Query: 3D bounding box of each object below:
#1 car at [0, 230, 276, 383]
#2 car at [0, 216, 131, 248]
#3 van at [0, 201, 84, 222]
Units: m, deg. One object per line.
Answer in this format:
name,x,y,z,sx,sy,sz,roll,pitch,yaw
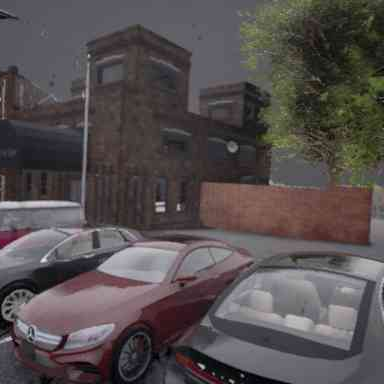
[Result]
car,-0.477,1.517,5.627,2.002,1.452,4.674,0,0,36
car,-2.745,1.476,7.253,2.231,1.521,4.892,0,0,36
van,-5.089,1.242,8.776,1.878,1.987,4.442,1,0,36
